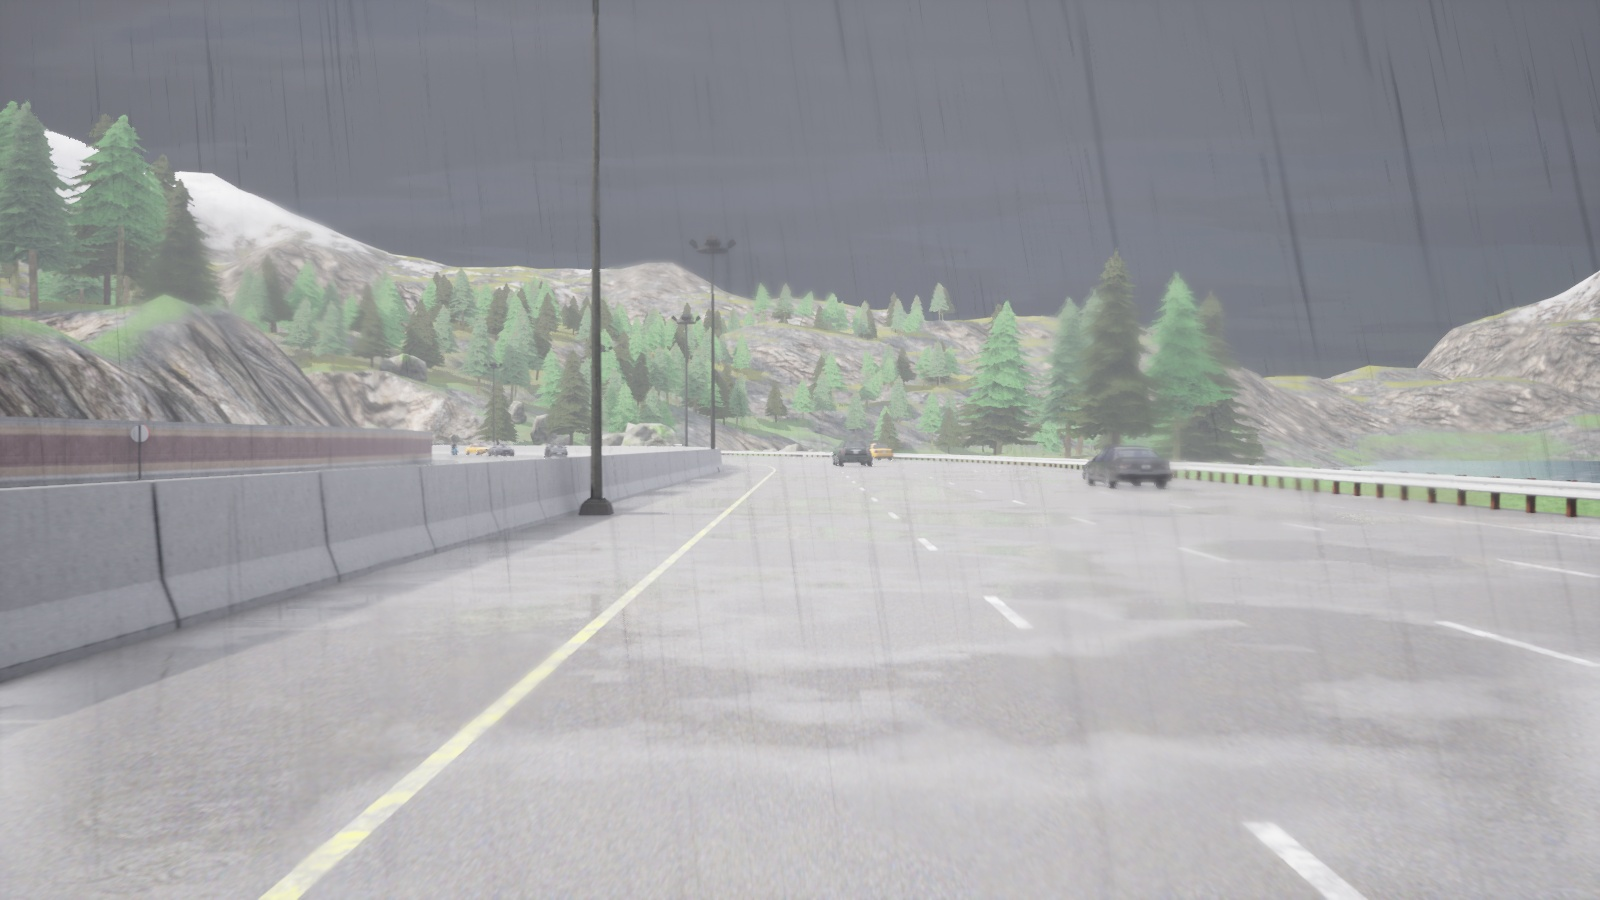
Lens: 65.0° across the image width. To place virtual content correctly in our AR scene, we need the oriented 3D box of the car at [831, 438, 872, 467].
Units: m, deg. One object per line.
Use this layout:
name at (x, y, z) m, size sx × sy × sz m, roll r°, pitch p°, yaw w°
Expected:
car at (3.246, 0.157, 79.858) m, size 2.097 × 1.767 × 4.553 m, roll 0°, pitch 0°, yaw -5°

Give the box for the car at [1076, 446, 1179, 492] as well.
car at (10.755, 0.568, 41.615) m, size 2.033 × 1.411 × 5.357 m, roll 0°, pitch 0°, yaw 0°
